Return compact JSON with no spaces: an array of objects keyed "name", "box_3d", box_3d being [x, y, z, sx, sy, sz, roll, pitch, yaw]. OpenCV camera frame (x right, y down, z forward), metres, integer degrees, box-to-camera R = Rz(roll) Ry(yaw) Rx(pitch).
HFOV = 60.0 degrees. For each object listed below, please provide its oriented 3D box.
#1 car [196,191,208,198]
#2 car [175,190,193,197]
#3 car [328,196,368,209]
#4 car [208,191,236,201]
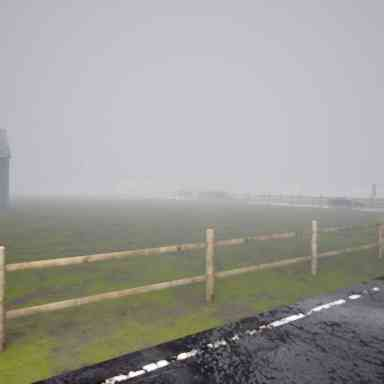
[{"name":"car","box_3d":[2.792,0.581,65.484,1.837,1.490,4.892,0,1,-35]},{"name":"car","box_3d":[-1.773,0.345,71.826,1.837,1.490,4.892,0,1,-36]},{"name":"car","box_3d":[17.826,1.182,38.163,1.994,1.385,4.181,0,1,-36]},{"name":"car","box_3d":[5.311,0.582,55.728,2.097,1.767,4.553,0,1,-35]}]
